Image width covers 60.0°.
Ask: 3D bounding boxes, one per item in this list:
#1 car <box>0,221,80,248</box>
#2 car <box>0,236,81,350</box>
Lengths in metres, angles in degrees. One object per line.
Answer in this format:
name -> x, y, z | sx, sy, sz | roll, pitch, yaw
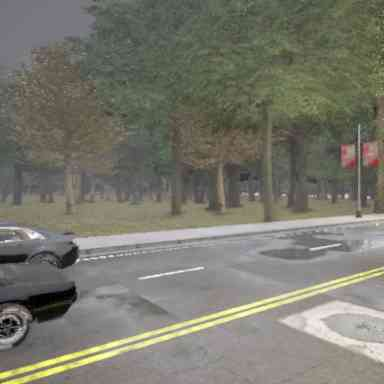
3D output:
car -> -5.224, 1.491, 7.943 | 4.902, 1.511, 2.128 | 0, 0, -35
car -> -4.238, 1.603, 4.655 | 4.718, 1.301, 1.895 | 0, 0, -36
